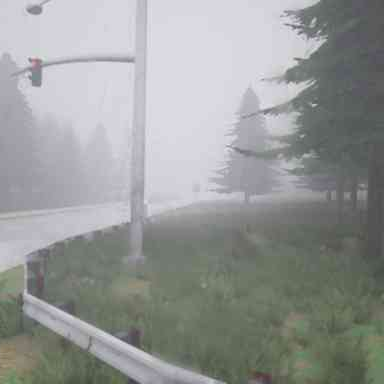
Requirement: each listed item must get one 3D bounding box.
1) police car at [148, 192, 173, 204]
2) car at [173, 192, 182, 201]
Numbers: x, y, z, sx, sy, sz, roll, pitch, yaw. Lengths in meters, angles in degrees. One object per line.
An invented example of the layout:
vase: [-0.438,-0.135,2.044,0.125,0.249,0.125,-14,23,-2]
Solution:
police car: [-4.507,0.762,44.920,1.930,1.638,5.238,2,1,9]
car: [-2.958,0.777,54.899,2.033,1.411,5.357,2,1,9]
